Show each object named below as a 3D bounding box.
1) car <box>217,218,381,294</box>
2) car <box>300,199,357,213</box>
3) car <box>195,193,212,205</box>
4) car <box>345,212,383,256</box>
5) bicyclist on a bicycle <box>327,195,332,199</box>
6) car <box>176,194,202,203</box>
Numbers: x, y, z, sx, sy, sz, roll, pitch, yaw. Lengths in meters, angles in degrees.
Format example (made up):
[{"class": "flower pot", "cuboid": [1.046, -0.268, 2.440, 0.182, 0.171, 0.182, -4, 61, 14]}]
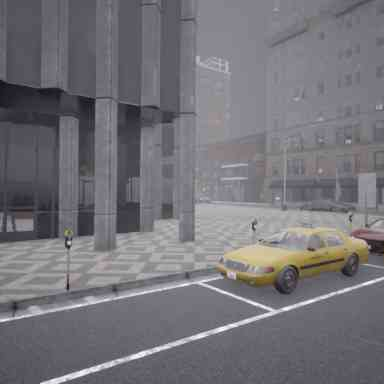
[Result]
[{"class": "car", "cuboid": [2.841, 1.527, 8.790, 4.829, 1.417, 1.752, 0, 1, -36]}, {"class": "car", "cuboid": [13.359, 1.375, 32.974, 2.033, 1.411, 5.357, 1, 0, -35]}, {"class": "car", "cuboid": [0.981, 0.984, 50.536, 2.097, 1.767, 4.553, 1, 0, -35]}, {"class": "car", "cuboid": [7.555, 1.548, 12.160, 4.507, 1.381, 1.887, 0, 1, -36]}, {"class": "bicyclist on a bicycle", "cuboid": [16.356, 1.159, 39.546, 1.656, 1.620, 0.582, 0, 0, -35]}, {"class": "car", "cuboid": [-0.593, 1.090, 58.195, 2.128, 1.511, 4.902, 1, 0, -35]}]
